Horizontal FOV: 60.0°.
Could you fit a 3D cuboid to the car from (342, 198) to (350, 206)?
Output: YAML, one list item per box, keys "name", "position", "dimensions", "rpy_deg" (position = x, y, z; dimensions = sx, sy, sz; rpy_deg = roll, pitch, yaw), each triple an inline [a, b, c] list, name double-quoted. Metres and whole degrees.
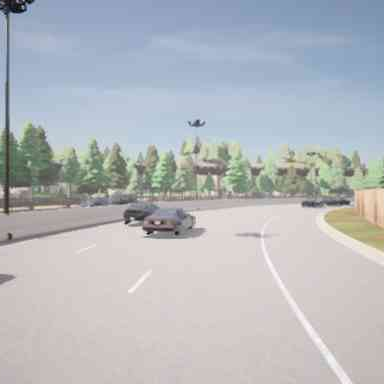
- name: "car"
  position: [27.841, 1.779, 62.319]
  dimensions: [5.008, 1.535, 1.882]
  rpy_deg: [0, 0, -44]

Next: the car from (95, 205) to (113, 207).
- name: "car"
  position: [-8.915, 1.272, 40.977]
  dimensions: [2.150, 2.045, 5.566]
  rpy_deg: [0, 0, 23]

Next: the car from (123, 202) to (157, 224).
- name: "car"
  position: [-3.356, 1.547, 24.532]
  dimensions: [1.837, 1.490, 4.892]
  rpy_deg: [0, 0, 15]

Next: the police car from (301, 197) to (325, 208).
- name: "police car"
  position: [18.715, 1.653, 52.003]
  dimensions: [1.930, 1.638, 5.238]
  rpy_deg: [0, 0, 37]

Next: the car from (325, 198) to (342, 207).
- name: "car"
  position: [24.202, 1.778, 58.589]
  dimensions: [1.837, 1.490, 4.892]
  rpy_deg: [0, 0, 43]

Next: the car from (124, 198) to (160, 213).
- name: "car"
  position: [-5.794, 1.543, 39.280]
  dimensions: [1.882, 1.535, 5.008]
  rpy_deg: [0, 0, 23]

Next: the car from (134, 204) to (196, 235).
- name: "car"
  position: [-1.179, 1.588, 19.030]
  dimensions: [2.033, 1.411, 5.357]
  rpy_deg: [0, 0, 13]
